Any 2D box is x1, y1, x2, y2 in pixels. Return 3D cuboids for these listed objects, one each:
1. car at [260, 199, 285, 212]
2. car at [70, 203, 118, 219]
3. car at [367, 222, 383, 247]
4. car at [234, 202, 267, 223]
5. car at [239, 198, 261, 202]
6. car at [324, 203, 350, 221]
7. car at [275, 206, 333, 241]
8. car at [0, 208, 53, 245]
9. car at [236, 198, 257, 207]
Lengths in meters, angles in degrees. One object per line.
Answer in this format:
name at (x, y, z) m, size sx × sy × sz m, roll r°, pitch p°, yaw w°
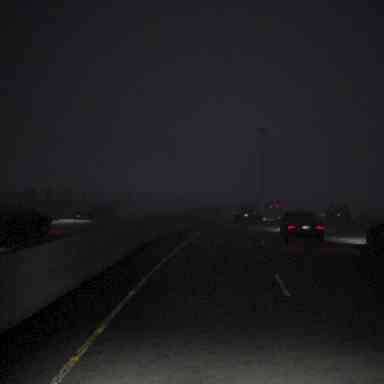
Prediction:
car at (10.169, 1.772, 40.571) m, size 2.163 × 1.488 × 4.792 m, roll 0°, pitch 0°, yaw 26°
car at (-8.981, 1.722, 31.126) m, size 2.033 × 1.411 × 5.357 m, roll 0°, pitch 0°, yaw 18°
car at (8.350, 1.620, 12.713) m, size 1.812 × 1.442 × 4.674 m, roll 0°, pitch 0°, yaw 9°
car at (4.678, 1.738, 27.071) m, size 1.994 × 1.385 × 4.181 m, roll 0°, pitch 0°, yaw 17°
car at (10.165, 1.707, 54.892) m, size 2.097 × 1.767 × 4.553 m, roll 0°, pitch 0°, yaw 33°
car at (13.066, 1.700, 29.942) m, size 2.128 × 1.511 × 4.902 m, roll 0°, pitch 0°, yaw 21°
car at (5.614, 1.665, 17.385) m, size 2.033 × 1.411 × 5.357 m, roll 0°, pitch 0°, yaw 12°
car at (-8.932, 1.562, 16.340) m, size 1.882 × 1.535 × 5.008 m, roll 0°, pitch 0°, yaw 10°
car at (10.004, 1.903, 60.982) m, size 1.837 × 1.490 × 4.892 m, roll 0°, pitch -1°, yaw 34°
